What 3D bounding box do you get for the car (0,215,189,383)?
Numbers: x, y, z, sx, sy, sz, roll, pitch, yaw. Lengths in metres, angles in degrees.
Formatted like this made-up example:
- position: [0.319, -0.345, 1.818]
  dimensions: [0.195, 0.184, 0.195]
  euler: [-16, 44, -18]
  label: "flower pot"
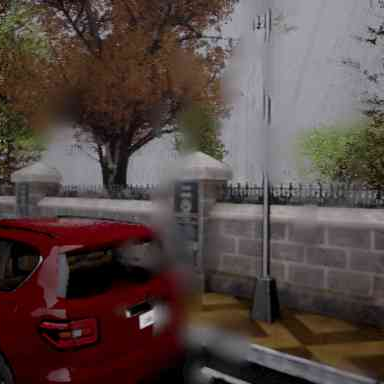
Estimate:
- position: [-2.361, 1.256, 4.549]
  dimensions: [5.009, 1.841, 2.192]
  euler: [1, 1, 35]
  label: "car"
